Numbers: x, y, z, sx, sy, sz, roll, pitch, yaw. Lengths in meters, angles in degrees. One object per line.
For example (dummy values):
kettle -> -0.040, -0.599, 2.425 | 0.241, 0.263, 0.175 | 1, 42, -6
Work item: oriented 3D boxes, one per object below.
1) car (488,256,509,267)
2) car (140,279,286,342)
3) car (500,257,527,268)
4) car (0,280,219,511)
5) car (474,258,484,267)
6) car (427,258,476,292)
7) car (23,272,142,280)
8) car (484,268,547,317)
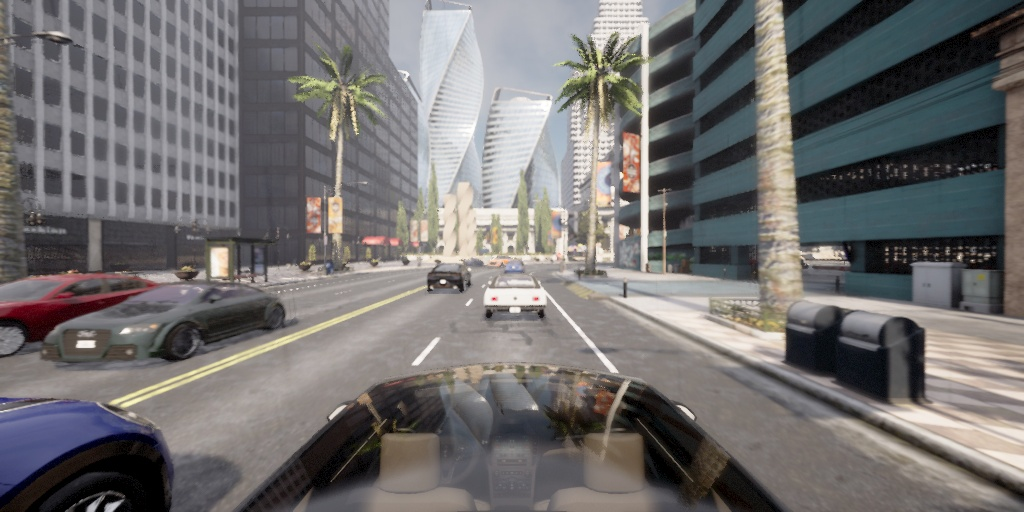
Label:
car -> -1.551, 0.757, 52.002 | 2.097, 1.767, 4.553 | 0, 1, 30
car -> -7.099, 1.272, 7.964 | 1.994, 1.385, 4.181 | 0, 0, 0
car -> 0.366, 1.072, 34.651 | 2.033, 1.411, 5.357 | 0, 0, 5
car -> -3.399, 1.109, 0.577 | 2.097, 1.767, 4.553 | 0, 0, 0
car -> -5.718, 0.973, 51.597 | 1.994, 1.385, 4.181 | 0, 0, 26
car -> -3.407, 1.101, 20.180 | 1.882, 1.535, 5.008 | 0, 0, 0
car -> -10.600, 1.182, 8.436 | 1.882, 1.535, 5.008 | 0, 0, 0
car -> 0.095, 1.275, 12.730 | 1.895, 1.301, 4.718 | 0, 0, 0
